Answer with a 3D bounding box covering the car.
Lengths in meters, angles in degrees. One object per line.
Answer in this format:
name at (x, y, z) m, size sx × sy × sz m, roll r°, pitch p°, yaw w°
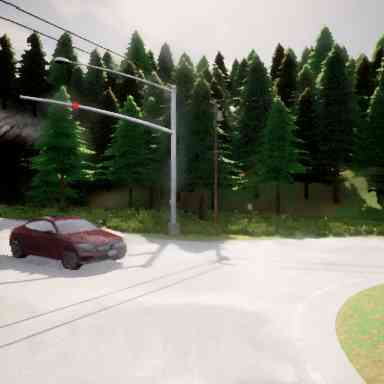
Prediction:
car at (-4.261, 1.533, 11.092) m, size 4.674 × 1.442 × 1.812 m, roll 0°, pitch 0°, yaw 34°
